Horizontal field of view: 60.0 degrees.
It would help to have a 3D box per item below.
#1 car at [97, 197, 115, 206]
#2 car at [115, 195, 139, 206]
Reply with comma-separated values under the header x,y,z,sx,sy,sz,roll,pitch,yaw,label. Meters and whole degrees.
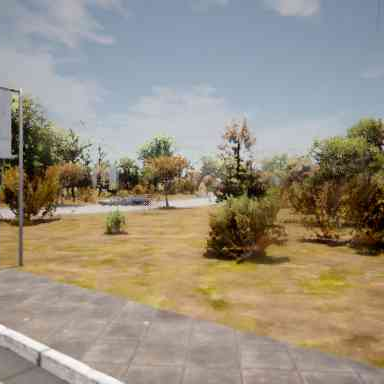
x,y,z,sx,sy,sz,roll,pitch,yaw,label
-12.424,1.509,52.167,1.895,1.301,4.718,0,1,39,car
-8.866,1.246,51.008,2.097,1.767,4.553,0,1,39,car
